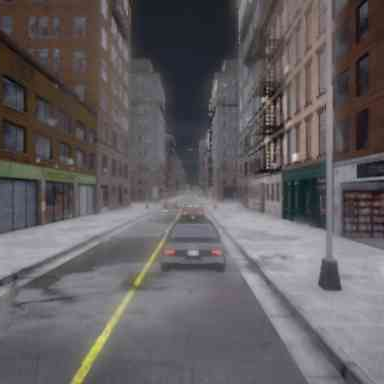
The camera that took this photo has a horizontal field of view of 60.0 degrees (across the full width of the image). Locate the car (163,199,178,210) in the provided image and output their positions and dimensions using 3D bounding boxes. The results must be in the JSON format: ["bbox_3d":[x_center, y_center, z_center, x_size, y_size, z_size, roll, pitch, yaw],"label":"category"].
[{"bbox_3d":[-2.789,1.650,44.742,1.812,1.442,4.674,0,0,1],"label":"car"}]

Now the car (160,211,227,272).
[{"bbox_3d":[0.055,1.577,10.807,2.033,1.411,5.357,0,0,1],"label":"car"}]

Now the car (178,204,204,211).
[{"bbox_3d":[0.086,1.678,28.098,1.895,1.301,4.718,0,0,0],"label":"car"}]
